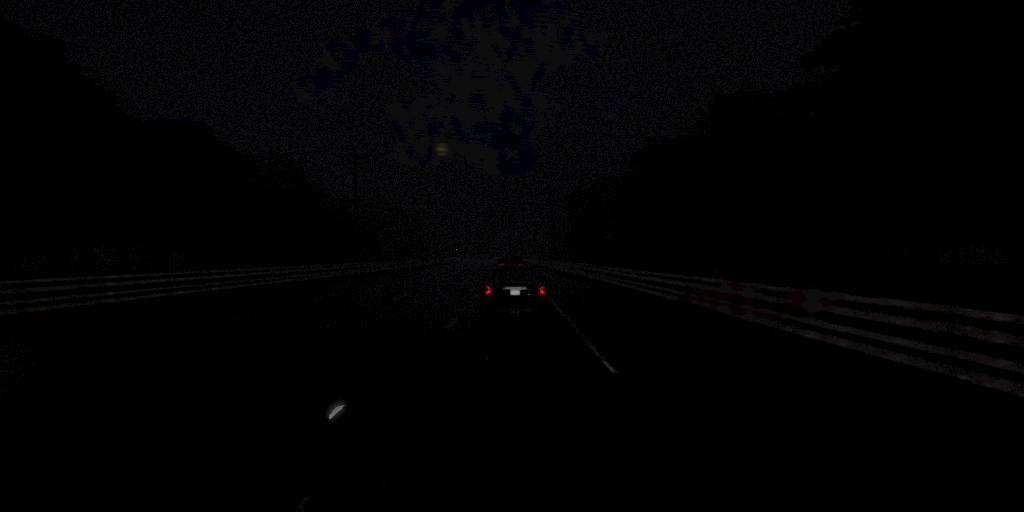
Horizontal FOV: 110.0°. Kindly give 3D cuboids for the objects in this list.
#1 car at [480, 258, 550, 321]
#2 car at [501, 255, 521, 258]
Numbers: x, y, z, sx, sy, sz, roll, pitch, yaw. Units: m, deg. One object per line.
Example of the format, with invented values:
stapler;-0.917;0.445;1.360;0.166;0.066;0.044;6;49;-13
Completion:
car;0.090;1.083;12.573;2.097;1.767;4.553;0;0;0
car;-0.111;0.921;31.229;2.150;2.045;5.566;0;0;-1
